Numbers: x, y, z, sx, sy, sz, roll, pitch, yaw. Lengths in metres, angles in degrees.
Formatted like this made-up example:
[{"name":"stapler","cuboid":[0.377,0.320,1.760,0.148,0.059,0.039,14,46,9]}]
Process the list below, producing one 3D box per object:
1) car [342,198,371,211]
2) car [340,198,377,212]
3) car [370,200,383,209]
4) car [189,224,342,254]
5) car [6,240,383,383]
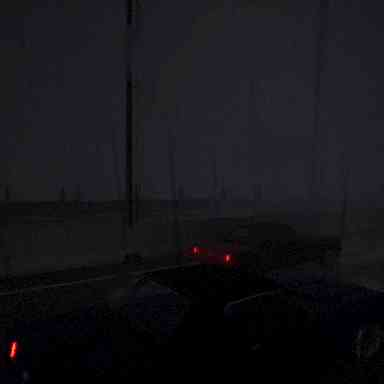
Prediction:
[{"name":"car","cuboid":[17.031,1.522,33.342,4.892,1.490,1.837,0,0,-35]},{"name":"car","cuboid":[19.894,1.498,39.678,5.008,1.535,1.882,0,0,-35]},{"name":"car","cuboid":[18.873,1.564,30.361,5.357,1.411,2.033,0,0,-35]},{"name":"car","cuboid":[2.337,1.605,9.715,4.718,1.301,1.895,0,0,-36]},{"name":"car","cuboid":[0.491,1.602,4.098,4.718,1.301,1.895,0,0,-36]}]
